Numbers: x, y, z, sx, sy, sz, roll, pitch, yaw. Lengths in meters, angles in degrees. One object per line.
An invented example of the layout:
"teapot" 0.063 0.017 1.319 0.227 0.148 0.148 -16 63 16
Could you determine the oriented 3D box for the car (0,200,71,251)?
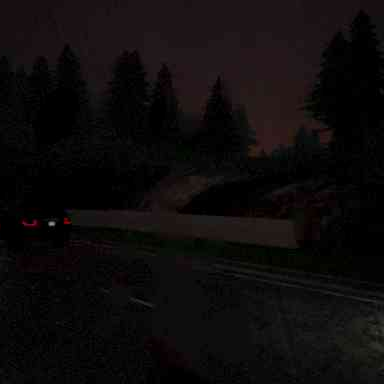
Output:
"car" -7.702 1.368 15.087 5.566 2.045 2.150 0 -1 40
